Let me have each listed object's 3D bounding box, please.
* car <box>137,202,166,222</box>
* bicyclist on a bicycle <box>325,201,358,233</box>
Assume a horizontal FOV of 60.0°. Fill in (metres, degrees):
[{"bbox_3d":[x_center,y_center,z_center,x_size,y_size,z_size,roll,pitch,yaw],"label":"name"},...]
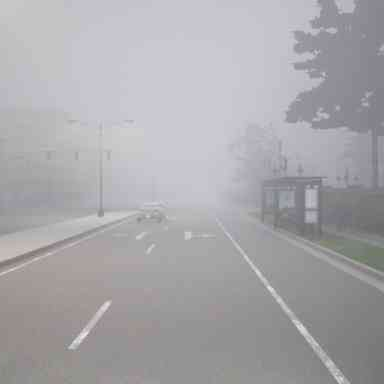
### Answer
[{"bbox_3d":[-3.165,1.525,26.416,1.812,1.442,4.674,0,0,1],"label":"car"},{"bbox_3d":[7.743,1.312,17.304,1.656,1.620,0.582,-1,-4,42],"label":"bicyclist on a bicycle"}]
